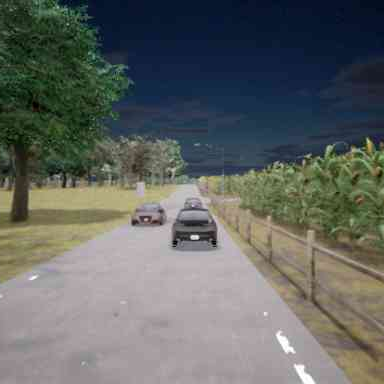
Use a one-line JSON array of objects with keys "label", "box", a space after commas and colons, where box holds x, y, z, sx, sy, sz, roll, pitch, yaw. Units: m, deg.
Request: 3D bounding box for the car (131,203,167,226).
[{"label": "car", "box": [-2.785, 1.452, 22.133, 1.994, 1.385, 4.181, 0, 1, 1]}]

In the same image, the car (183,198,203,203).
[{"label": "car", "box": [0.109, 1.275, 32.094, 2.033, 1.411, 5.357, 0, 1, 0]}]

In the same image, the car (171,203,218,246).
[{"label": "car", "box": [0.105, 1.461, 14.967, 1.837, 1.490, 4.892, 0, 0, 0]}]
